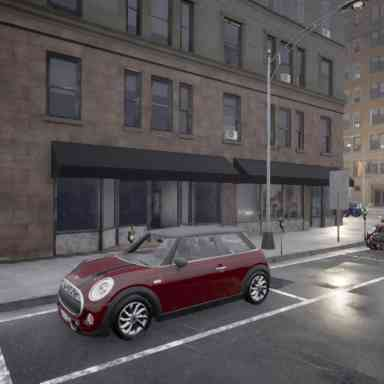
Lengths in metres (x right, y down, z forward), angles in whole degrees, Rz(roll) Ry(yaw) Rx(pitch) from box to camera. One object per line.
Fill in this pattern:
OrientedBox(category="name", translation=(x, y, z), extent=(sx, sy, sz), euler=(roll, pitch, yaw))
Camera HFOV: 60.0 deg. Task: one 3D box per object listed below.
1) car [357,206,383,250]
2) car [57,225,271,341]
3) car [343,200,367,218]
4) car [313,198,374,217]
OrientedBox(category="car", translation=(8.516, 1.445, 12.879), extent=(4.097, 1.590, 1.967), euler=(0, 0, -36))
OrientedBox(category="car", translation=(-0.411, 1.441, 6.473), extent=(4.097, 1.590, 1.967), euler=(0, 0, -36))
OrientedBox(category="car", translation=(12.325, 1.123, 29.458), extent=(2.150, 2.045, 5.566), euler=(1, 0, -36))
OrientedBox(category="car", translation=(14.453, 1.416, 32.055), extent=(2.128, 1.511, 4.902), euler=(1, 0, -36))
